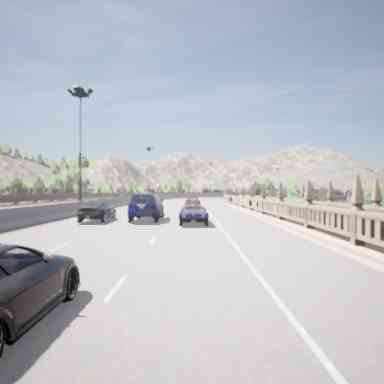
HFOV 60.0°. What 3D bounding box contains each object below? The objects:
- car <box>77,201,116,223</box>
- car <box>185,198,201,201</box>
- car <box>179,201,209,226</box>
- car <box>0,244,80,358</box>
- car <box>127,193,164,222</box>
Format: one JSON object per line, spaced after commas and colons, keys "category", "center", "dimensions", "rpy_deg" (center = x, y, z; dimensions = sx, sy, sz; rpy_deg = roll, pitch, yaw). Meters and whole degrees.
{"category": "car", "center": [-6.894, 1.393, 24.387], "dimensions": [1.837, 1.490, 4.892], "rpy_deg": [0, 0, 0]}
{"category": "car", "center": [0.114, 1.380, 39.970], "dimensions": [1.994, 1.385, 4.181], "rpy_deg": [0, 0, 0]}
{"category": "car", "center": [0.106, 1.496, 22.651], "dimensions": [1.895, 1.301, 4.718], "rpy_deg": [0, 0, 0]}
{"category": "car", "center": [-3.398, 1.538, 5.494], "dimensions": [1.994, 1.385, 4.181], "rpy_deg": [0, 0, 0]}
{"category": "car", "center": [-3.393, 1.106, 25.041], "dimensions": [2.150, 2.045, 5.566], "rpy_deg": [0, 0, 0]}
